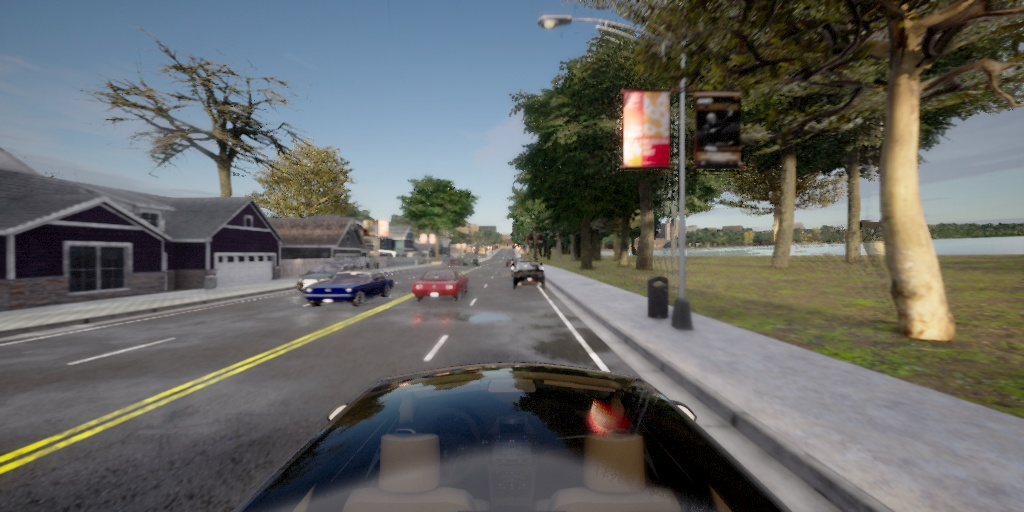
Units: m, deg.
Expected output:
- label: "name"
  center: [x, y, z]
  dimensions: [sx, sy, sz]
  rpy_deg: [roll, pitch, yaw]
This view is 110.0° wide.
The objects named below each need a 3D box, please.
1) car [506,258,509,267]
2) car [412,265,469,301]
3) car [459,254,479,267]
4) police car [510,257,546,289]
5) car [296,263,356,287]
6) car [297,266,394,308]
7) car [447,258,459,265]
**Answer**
- label: "car"
  center: [0.001, 0.936, 55.386]
  dimensions: [1.837, 1.490, 4.892]
  rpy_deg: [0, 0, 0]
- label: "car"
  center: [-3.147, 1.273, 16.808]
  dimensions: [1.895, 1.301, 4.718]
  rpy_deg: [0, 1, 0]
- label: "car"
  center: [-6.550, 0.653, 57.252]
  dimensions: [2.150, 2.045, 5.566]
  rpy_deg: [0, 0, 1]
- label: "police car"
  center: [0.975, 1.046, 22.135]
  dimensions: [1.930, 1.638, 5.238]
  rpy_deg: [0, 1, 0]
- label: "car"
  center: [-9.847, 1.135, 19.866]
  dimensions: [2.128, 1.511, 4.902]
  rpy_deg: [0, 1, 0]
- label: "car"
  center: [-6.599, 1.288, 15.073]
  dimensions: [1.895, 1.301, 4.718]
  rpy_deg: [0, 0, 0]
- label: "car"
  center: [-9.776, 1.004, 61.155]
  dimensions: [1.994, 1.385, 4.181]
  rpy_deg: [0, 0, 1]
